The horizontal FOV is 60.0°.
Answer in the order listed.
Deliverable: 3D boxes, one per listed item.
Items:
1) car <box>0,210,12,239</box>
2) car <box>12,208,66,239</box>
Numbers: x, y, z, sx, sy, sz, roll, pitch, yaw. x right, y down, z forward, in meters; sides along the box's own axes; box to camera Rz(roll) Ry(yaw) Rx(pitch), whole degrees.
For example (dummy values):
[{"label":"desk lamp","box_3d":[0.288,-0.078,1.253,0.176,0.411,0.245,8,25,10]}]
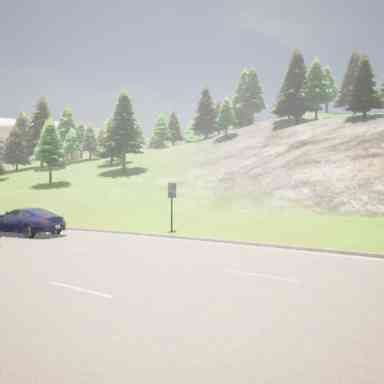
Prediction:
[{"label":"car","box_3d":[-10.130,1.533,14.078,4.674,1.442,1.812,0,0,25]},{"label":"car","box_3d":[-8.632,1.533,17.241,4.674,1.442,1.812,0,0,25]}]
